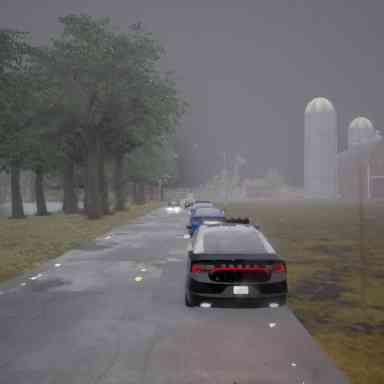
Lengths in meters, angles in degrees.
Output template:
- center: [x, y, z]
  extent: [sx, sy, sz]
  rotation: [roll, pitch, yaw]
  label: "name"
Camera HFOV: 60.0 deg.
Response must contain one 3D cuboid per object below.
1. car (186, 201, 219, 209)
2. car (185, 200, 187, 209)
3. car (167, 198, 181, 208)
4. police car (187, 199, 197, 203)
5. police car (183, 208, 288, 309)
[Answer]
- center: [0.794, 1.490, 18.010]
  extent: [1.882, 1.535, 5.008]
  rotation: [0, 0, 0]
  label: "car"
- center: [-0.054, 1.706, 47.076]
  extent: [1.895, 1.301, 4.718]
  rotation: [0, 0, 1]
  label: "car"
- center: [-2.842, 1.629, 52.312]
  extent: [2.128, 1.511, 4.902]
  rotation: [0, 0, 0]
  label: "car"
- center: [0.783, 1.446, 24.120]
  extent: [1.930, 1.638, 5.238]
  rotation: [0, 0, 0]
  label: "police car"
- center: [0.811, 1.429, 8.119]
  extent: [1.930, 1.638, 5.238]
  rotation: [0, 0, 0]
  label: "police car"
